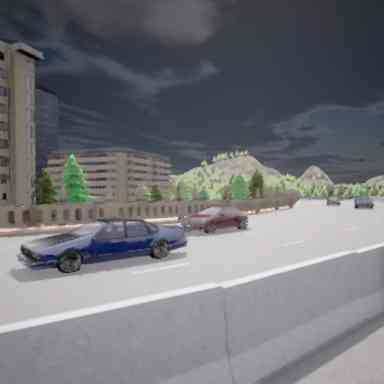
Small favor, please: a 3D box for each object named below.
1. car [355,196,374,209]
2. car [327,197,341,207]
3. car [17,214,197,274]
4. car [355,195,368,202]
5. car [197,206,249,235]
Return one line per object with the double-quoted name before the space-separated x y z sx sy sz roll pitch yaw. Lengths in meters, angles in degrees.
"car" 22.645 1.324 43.768 2.097 1.767 4.553 -1 0 24
"car" 22.791 1.549 53.449 1.812 1.442 4.674 -1 0 20
"car" -2.633 1.578 10.934 5.357 1.411 2.033 0 0 -39
"car" 36.478 1.322 71.553 1.994 1.385 4.181 -1 0 19
"car" 1.467 1.553 19.327 4.674 1.442 1.812 0 0 -45
